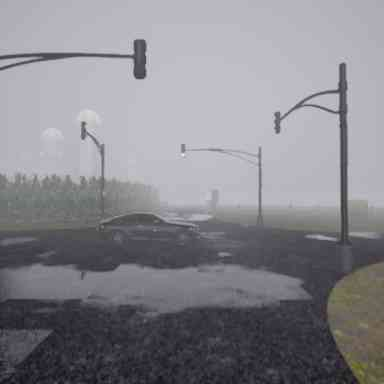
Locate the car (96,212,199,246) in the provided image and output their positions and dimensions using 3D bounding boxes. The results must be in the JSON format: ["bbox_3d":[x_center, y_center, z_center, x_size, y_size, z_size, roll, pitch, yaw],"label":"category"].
[{"bbox_3d":[-2.009,1.666,15.413,4.674,1.442,1.812,0,-1,-3],"label":"car"}]
